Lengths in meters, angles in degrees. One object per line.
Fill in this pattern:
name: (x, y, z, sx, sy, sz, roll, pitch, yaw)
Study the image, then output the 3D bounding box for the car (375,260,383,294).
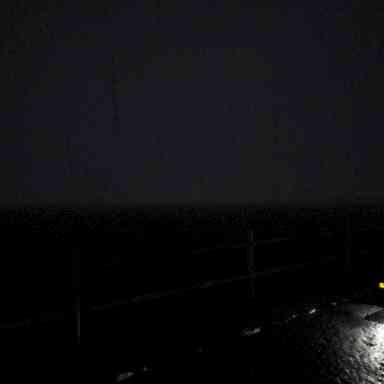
car: (5.817, 1.543, 7.208, 4.181, 1.385, 1.994, 0, 0, -35)
